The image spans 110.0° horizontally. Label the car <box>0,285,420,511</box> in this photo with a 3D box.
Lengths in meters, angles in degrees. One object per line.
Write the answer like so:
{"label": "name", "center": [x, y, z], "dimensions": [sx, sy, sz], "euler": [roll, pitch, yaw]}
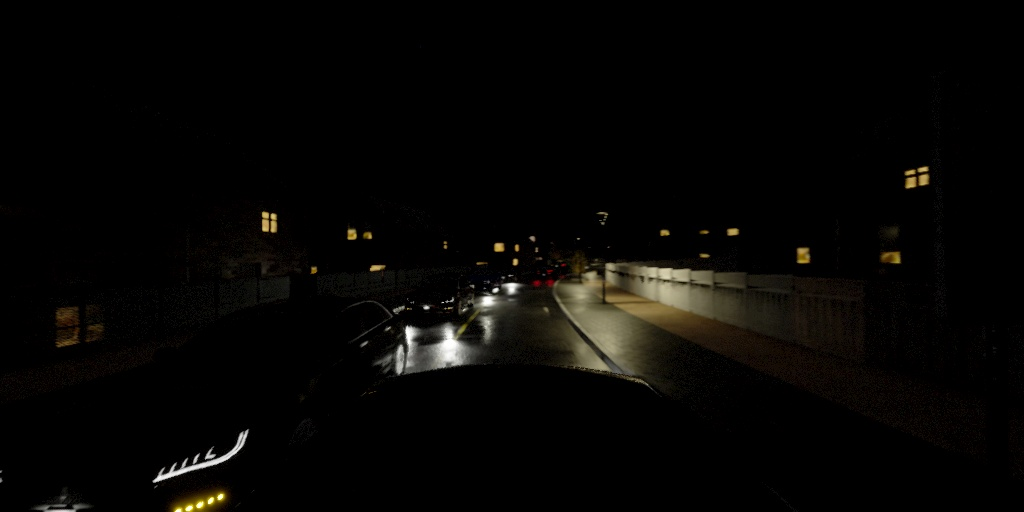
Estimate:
{"label": "car", "center": [-2.733, 1.335, 4.556], "dimensions": [1.837, 1.490, 4.892], "euler": [-1, -1, -1]}

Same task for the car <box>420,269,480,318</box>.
{"label": "car", "center": [-2.641, 1.457, 14.059], "dimensions": [1.837, 1.490, 4.892], "euler": [-1, -1, 3]}

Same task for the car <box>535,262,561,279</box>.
{"label": "car", "center": [3.669, 1.644, 37.561], "dimensions": [1.812, 1.442, 4.674], "euler": [-1, 0, 14]}

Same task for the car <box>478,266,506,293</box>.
{"label": "car", "center": [-1.864, 1.542, 23.584], "dimensions": [1.882, 1.535, 5.008], "euler": [-1, -1, 8]}

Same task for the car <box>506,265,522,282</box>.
{"label": "car", "center": [-0.245, 1.658, 33.632], "dimensions": [1.837, 1.490, 4.892], "euler": [-1, -1, 12]}

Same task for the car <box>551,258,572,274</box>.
{"label": "car", "center": [6.441, 1.334, 47.320], "dimensions": [2.150, 2.045, 5.566], "euler": [-1, 0, 19]}
